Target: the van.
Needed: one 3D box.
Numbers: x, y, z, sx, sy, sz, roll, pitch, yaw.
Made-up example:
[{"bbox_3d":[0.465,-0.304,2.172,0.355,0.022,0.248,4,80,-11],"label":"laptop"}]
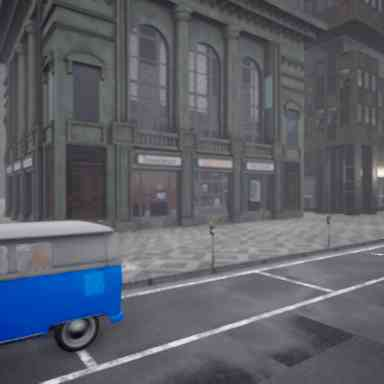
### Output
[{"bbox_3d":[-2.943,1.341,4.552,3.998,1.788,1.690,0,0,-36],"label":"van"}]
